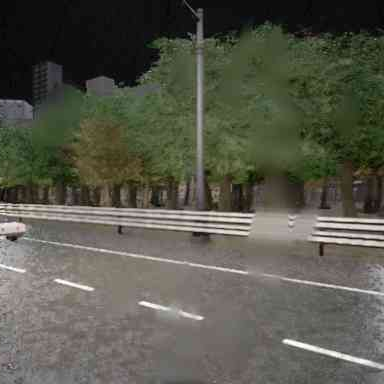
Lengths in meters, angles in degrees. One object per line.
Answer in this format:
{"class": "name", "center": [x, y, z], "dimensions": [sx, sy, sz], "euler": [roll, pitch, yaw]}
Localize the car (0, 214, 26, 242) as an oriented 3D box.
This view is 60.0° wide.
{"class": "car", "center": [-9.617, 1.604, 15.045], "dimensions": [4.718, 1.301, 1.895], "euler": [0, 0, 36]}
